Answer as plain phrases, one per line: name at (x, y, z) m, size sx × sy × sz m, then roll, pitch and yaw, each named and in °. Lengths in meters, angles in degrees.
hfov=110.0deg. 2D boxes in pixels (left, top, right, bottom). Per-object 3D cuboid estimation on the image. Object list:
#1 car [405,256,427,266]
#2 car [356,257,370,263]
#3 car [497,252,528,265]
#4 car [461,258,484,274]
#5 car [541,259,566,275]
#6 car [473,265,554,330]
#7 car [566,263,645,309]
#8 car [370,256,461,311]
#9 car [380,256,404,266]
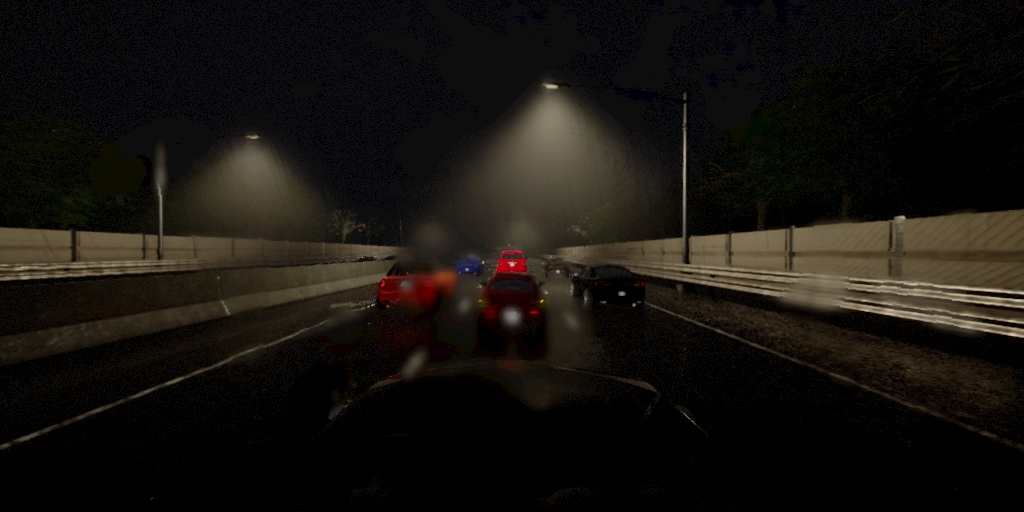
car at (-14.117, 0.702, 52.983) m, size 1.837 × 1.490 × 4.892 m, roll 0°, pitch 0°, yaw 0°
car at (-21.113, 0.765, 52.517) m, size 1.994 × 1.385 × 4.181 m, roll 0°, pitch 1°, yaw 0°
car at (0.035, 0.674, 27.949) m, size 2.150 × 2.045 × 5.566 m, roll 0°, pitch 1°, yaw 0°
car at (-3.454, 0.900, 30.696) m, size 1.882 × 1.535 × 5.008 m, roll 0°, pitch 1°, yaw 0°
car at (3.540, 0.943, 29.312) m, size 1.837 × 1.490 × 4.892 m, roll 0°, pitch 1°, yaw 0°
car at (0.036, 1.168, 10.500) m, size 1.812 × 1.442 × 4.674 m, roll 0°, pitch 1°, yaw 1°
car at (3.555, 1.079, 14.061) m, size 1.882 × 1.535 × 5.008 m, roll 0°, pitch 0°, yaw 0°
car at (-3.447, 0.955, 13.832) m, size 2.097 × 1.767 × 4.553 m, roll 0°, pitch 1°, yaw 0°
car at (-17.614, 0.703, 52.883) m, size 1.837 × 1.490 × 4.892 m, roll 0°, pitch 1°, yaw 0°
